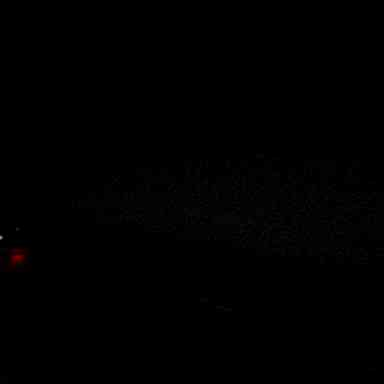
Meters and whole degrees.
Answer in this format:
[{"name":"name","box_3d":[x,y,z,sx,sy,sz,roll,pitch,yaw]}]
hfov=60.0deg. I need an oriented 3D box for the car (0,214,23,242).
[{"name":"car","box_3d":[-9.800,1.663,15.823,1.895,1.301,4.718,1,-1,-45]}]
